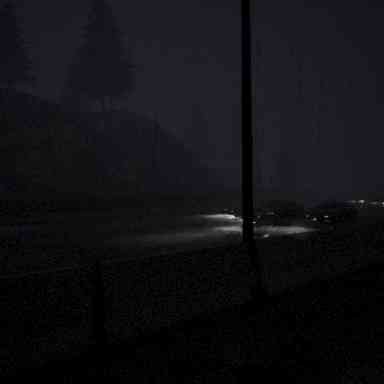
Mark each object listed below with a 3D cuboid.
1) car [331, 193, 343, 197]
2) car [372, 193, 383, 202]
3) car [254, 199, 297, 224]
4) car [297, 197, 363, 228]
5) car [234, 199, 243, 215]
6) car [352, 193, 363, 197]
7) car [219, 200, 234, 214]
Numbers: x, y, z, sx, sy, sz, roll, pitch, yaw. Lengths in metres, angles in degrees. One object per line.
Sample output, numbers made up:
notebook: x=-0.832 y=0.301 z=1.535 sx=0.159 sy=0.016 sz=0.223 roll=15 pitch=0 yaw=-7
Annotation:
car: x=28.062 y=0.898 z=64.282 sx=2.033 sy=1.411 sz=5.357 roll=0 pitch=0 yaw=27
car: x=30.897 y=0.927 z=54.750 sx=2.033 sy=1.411 sz=5.357 roll=0 pitch=0 yaw=30
car: x=6.047 y=1.310 z=23.055 sx=4.902 sy=1.511 sz=2.128 roll=-1 pitch=0 yaw=-44
car: x=8.780 y=1.304 z=20.826 sx=4.892 sy=1.490 sz=1.837 roll=-1 pitch=0 yaw=-44
car: x=6.193 y=1.339 z=28.049 sx=2.033 sy=1.411 sz=5.357 roll=0 pitch=0 yaw=45
car: x=30.500 y=0.880 z=61.318 sx=1.812 sy=1.442 sz=4.674 roll=0 pitch=0 yaw=27
car: x=4.442 y=1.359 z=31.314 sx=1.994 sy=1.385 sz=4.181 roll=0 pitch=0 yaw=44
